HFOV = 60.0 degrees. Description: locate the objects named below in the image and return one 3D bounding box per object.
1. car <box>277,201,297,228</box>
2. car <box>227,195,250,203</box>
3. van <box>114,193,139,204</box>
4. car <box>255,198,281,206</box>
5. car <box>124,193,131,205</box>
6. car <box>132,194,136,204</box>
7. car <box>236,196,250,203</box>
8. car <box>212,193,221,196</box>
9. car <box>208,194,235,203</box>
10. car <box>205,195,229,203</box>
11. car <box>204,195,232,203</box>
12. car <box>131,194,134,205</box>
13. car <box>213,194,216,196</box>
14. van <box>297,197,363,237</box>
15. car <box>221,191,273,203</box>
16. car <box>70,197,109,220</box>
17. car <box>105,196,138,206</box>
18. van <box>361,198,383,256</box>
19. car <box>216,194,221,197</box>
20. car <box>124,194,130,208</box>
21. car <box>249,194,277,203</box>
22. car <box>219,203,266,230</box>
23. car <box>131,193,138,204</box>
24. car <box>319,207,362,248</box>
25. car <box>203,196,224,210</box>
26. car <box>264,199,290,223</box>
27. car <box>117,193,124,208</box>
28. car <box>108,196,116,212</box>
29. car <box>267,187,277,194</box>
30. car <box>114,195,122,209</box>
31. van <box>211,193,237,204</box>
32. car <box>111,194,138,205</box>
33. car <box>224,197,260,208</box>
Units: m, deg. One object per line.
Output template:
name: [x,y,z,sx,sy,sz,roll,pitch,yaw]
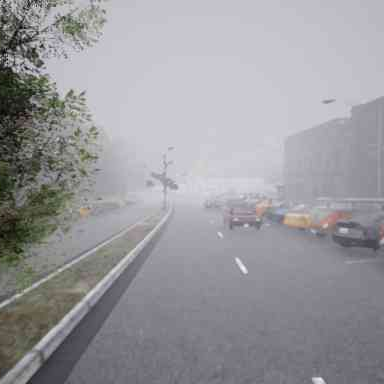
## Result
car: [7.910,1.463,19.155,5.366,1.575,1.946,1,0,-20]
car: [7.278,1.438,40.216,5.008,1.535,2.097,1,0,-23]
van: [-12.584,1.235,64.155,4.442,1.987,1.878,-1,0,-25]
car: [7.669,1.458,25.117,4.892,1.521,2.231,1,0,-21]
car: [-11.305,1.347,46.399,4.553,1.767,2.185,-1,0,-23]
car: [-11.711,1.510,52.299,4.674,1.452,2.002,-1,0,-24]
car: [7.483,1.445,34.182,5.008,1.535,2.097,1,0,-22]
car: [6.195,1.417,58.311,4.892,1.521,2.231,1,0,-25]
car: [5.714,1.283,64.343,4.553,1.767,2.185,1,0,-25]
car: [5.291,1.437,70.318,4.792,1.488,2.163,1,0,-26]
car: [5.236,1.400,67.258,5.366,1.575,1.946,1,0,-26]
car: [-11.510,1.511,49.345,4.674,1.452,2.002,-1,0,-23]
car: [6.408,1.459,55.301,4.674,1.452,2.002,1,0,-24]
van: [7.646,1.240,16.027,4.442,1.987,1.878,1,0,-20]
car: [7.115,1.182,43.220,5.566,2.045,2.435,1,0,-23]
car: [-10.718,1.511,31.579,4.792,1.488,2.163,-1,0,-21]
car: [-12.333,1.466,58.127,5.366,1.575,1.946,-1,0,-24]
van: [7.655,1.246,10.002,4.442,1.987,1.878,1,0,-20]
car: [6.623,1.463,52.284,4.674,1.452,2.002,1,0,-24]
car: [-11.339,1.474,43.357,5.366,1.575,1.946,-1,0,-23]
car: [7.610,1.327,28.136,4.553,1.767,2.185,1,0,-21]
car: [3.054,1.581,21.018,1.895,1.301,4.718,0,0,0]
car: [-11.765,1.462,55.333,5.366,1.575,1.946,-1,0,-24]
car: [7.784,1.500,13.072,4.792,1.488,2.163,1,0,-20]
car: [2.469,1.559,42.618,1.895,1.301,4.718,0,0,-3]
car: [7.726,1.461,22.098,5.008,1.535,2.097,1,0,-21]
car: [-11.055,1.351,40.466,4.553,1.767,2.185,-1,0,-22]
car: [-10.754,1.509,34.573,4.792,1.488,2.163,-1,0,-22]
car: [19.927,0.109,82.505,2.002,1.452,4.674,-7,4,-30]
car: [-10.886,1.477,37.515,5.008,1.535,2.097,-1,0,-22]
van: [5.844,1.185,61.270,4.442,1.987,1.878,1,0,-25]
car: [-12.386,1.338,61.168,4.553,1.767,2.185,-1,0,-25]
car: [6.978,1.470,46.257,4.674,1.452,2.002,1,0,-23]
